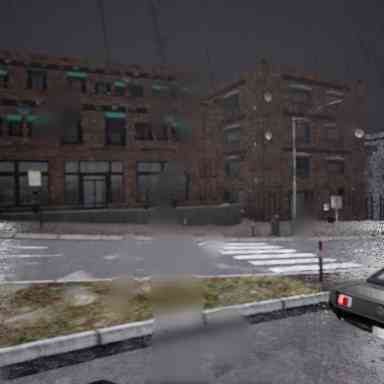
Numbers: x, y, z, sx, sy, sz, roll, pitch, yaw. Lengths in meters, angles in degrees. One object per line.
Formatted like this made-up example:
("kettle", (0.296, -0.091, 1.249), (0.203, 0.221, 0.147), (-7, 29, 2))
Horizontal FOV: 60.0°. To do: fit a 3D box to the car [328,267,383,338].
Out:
("car", (4.811, 1.961, 6.133), (4.718, 1.301, 1.895), (3, -1, -30))
